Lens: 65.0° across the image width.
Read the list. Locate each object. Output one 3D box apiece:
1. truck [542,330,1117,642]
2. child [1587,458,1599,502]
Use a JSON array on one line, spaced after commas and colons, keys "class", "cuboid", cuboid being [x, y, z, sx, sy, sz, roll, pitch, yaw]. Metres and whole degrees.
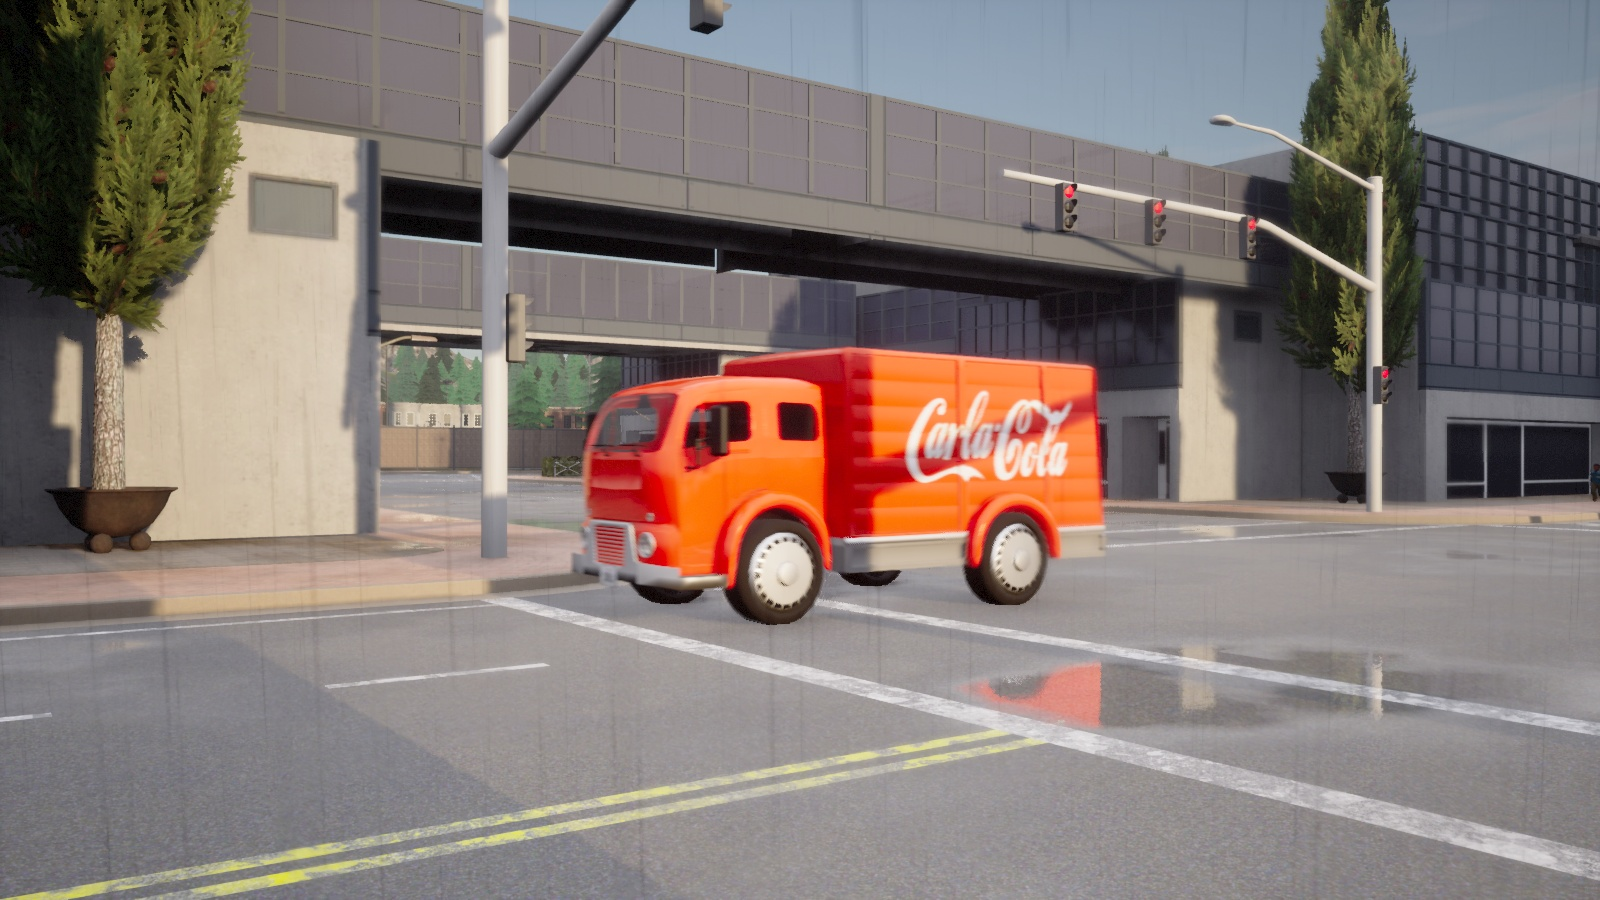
[{"class": "truck", "cuboid": [0.399, 0.288, 12.532, 5.204, 2.467, 2.627, 0, 0, -36]}, {"class": "child", "cuboid": [21.909, 0.821, 34.505, 0.448, 1.192, 0.343, 0, 0, -38]}]
